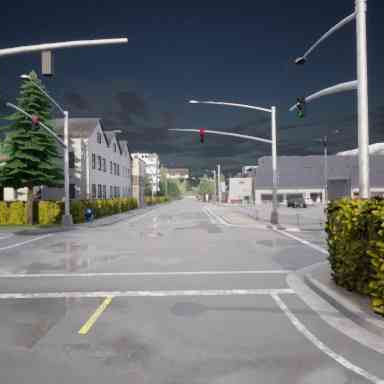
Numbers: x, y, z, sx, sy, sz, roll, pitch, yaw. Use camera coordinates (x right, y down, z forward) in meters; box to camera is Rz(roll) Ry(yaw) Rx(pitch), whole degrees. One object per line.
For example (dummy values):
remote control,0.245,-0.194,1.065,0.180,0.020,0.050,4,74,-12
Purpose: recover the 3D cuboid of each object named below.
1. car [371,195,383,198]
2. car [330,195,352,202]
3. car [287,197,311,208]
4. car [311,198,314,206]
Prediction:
car,19.117,1.183,31.282,1.905,1.878,3.866,-1,-1,0
car,25.484,1.398,56.548,2.152,1.636,5.027,-1,-1,0
car,15.425,1.629,49.149,2.007,1.523,4.514,-1,-1,0
car,19.070,1.573,56.208,1.970,1.475,3.806,-1,-1,0
